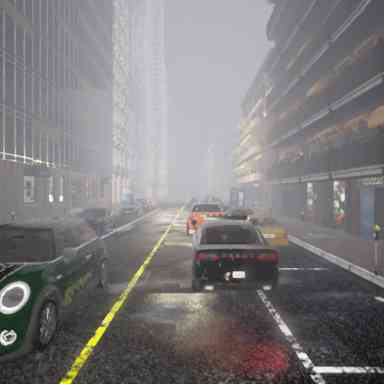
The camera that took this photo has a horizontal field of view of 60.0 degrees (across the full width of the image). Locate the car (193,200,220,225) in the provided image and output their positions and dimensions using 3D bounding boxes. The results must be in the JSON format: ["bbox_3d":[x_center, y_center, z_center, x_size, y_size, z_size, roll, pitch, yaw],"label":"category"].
[{"bbox_3d":[1.001,1.463,25.219,1.801,1.575,5.366,0,0,0],"label":"car"}]

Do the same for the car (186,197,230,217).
[{"bbox_3d":[0.766,1.357,19.000,2.097,1.767,4.553,0,0,0],"label":"car"}]

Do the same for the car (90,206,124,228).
[{"bbox_3d":[-5.612,1.571,19.641,1.947,1.339,4.313,0,0,0],"label":"car"}]

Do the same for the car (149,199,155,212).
[{"bbox_3d":[-5.543,1.456,36.588,1.967,1.590,4.097,0,0,0],"label":"car"}]

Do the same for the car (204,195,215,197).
[{"bbox_3d":[2.861,1.460,42.201,1.967,1.590,4.097,0,0,0],"label":"car"}]

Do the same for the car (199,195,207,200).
[{"bbox_3d":[3.070,1.642,93.038,1.947,1.339,4.313,0,0,0],"label":"car"}]

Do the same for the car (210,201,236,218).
[{"bbox_3d":[2.815,1.562,30.904,2.008,1.369,4.403,0,0,0],"label":"car"}]

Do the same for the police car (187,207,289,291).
[{"bbox_3d":[0.935,1.427,9.138,1.930,1.638,5.238,0,0,0],"label":"police car"}]

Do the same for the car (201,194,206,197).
[{"bbox_3d":[2.908,1.344,53.498,2.192,1.841,5.009,0,0,0],"label":"car"}]

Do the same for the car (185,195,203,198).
[{"bbox_3d":[0.245,1.551,48.716,1.812,1.442,4.674,0,0,1],"label":"car"}]

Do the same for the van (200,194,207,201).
[{"bbox_3d":[3.046,1.409,87.389,1.690,1.788,3.998,0,0,0],"label":"van"}]

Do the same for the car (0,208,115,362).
[{"bbox_3d":[-3.078,1.353,6.163,2.097,1.767,4.553,0,0,0],"label":"car"}]

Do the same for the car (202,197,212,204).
[{"bbox_3d":[2.954,1.621,64.795,1.802,1.307,4.206,0,0,0],"label":"car"}]

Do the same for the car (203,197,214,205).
[{"bbox_3d":[2.930,1.616,59.147,1.802,1.307,4.206,0,0,0],"label":"car"}]

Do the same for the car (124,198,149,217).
[{"bbox_3d":[-5.565,1.562,30.938,2.008,1.369,4.403,0,0,0],"label":"car"}]
